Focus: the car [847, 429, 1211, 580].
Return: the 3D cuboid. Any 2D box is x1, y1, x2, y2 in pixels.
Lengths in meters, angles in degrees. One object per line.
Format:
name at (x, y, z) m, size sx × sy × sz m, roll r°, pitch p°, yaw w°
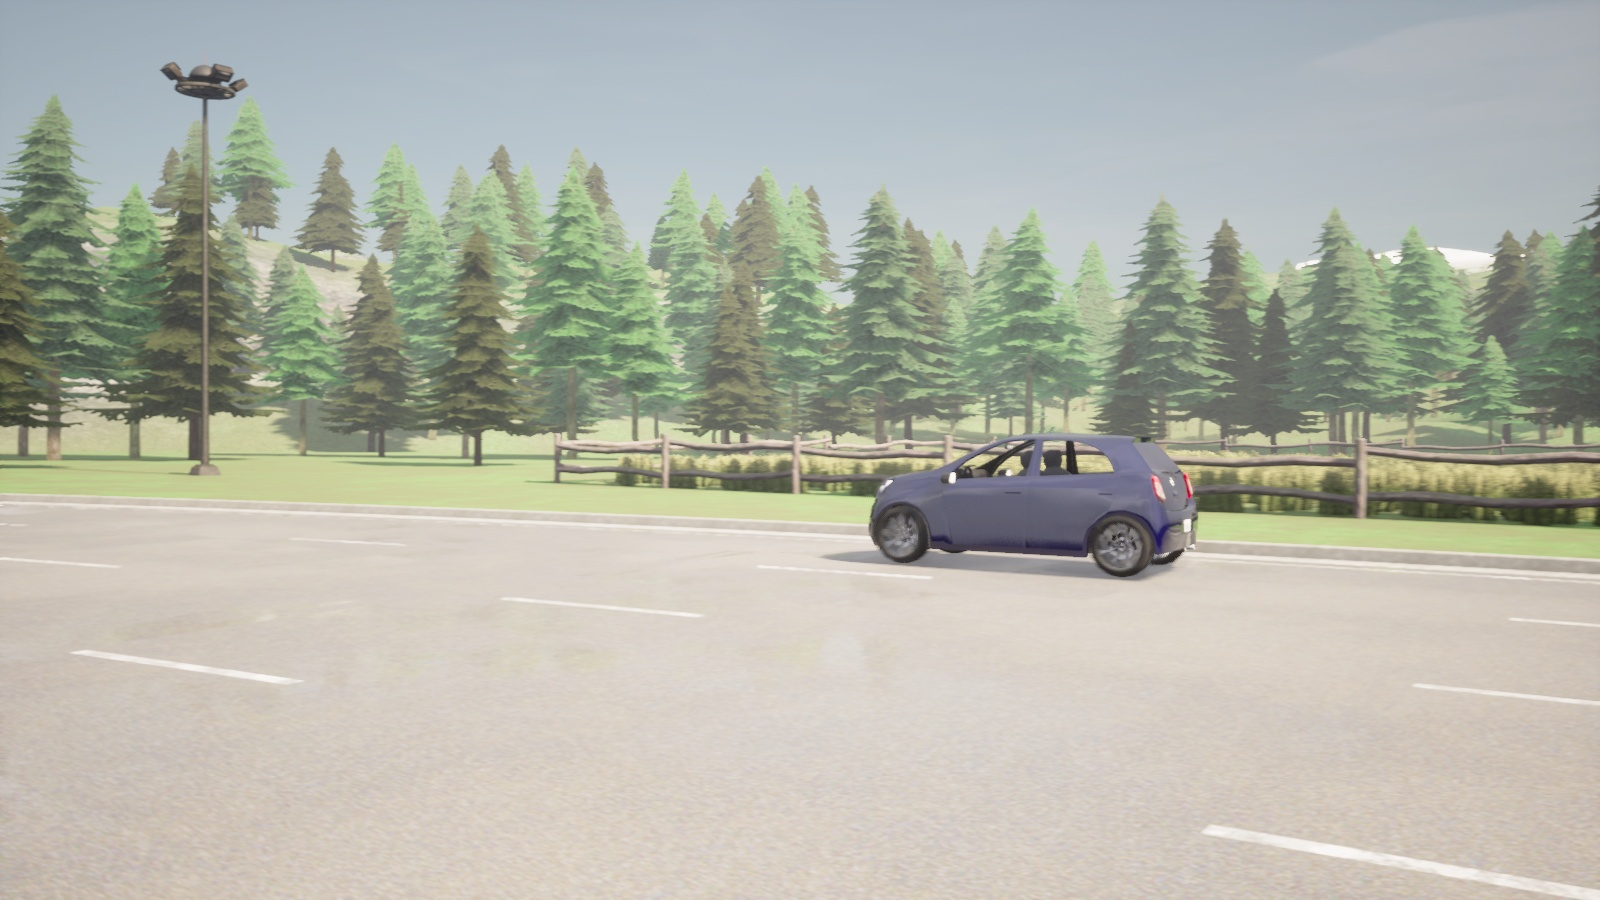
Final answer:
car at (2.579, 0.537, 14.230) m, size 3.633 × 1.501 × 1.845 m, roll 0°, pitch 1°, yaw 30°
